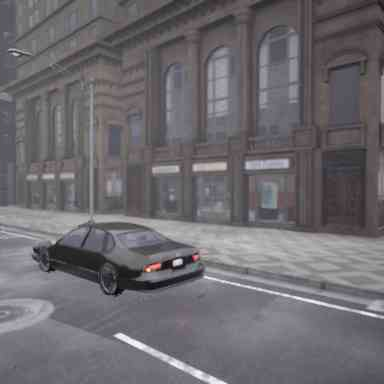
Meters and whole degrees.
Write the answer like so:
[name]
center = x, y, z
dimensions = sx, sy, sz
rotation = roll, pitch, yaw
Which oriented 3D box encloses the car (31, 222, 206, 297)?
[car]
center = -2.166, 1.493, 8.536
dimensions = 5.357, 1.411, 2.033
rotation = 0, 1, 42
